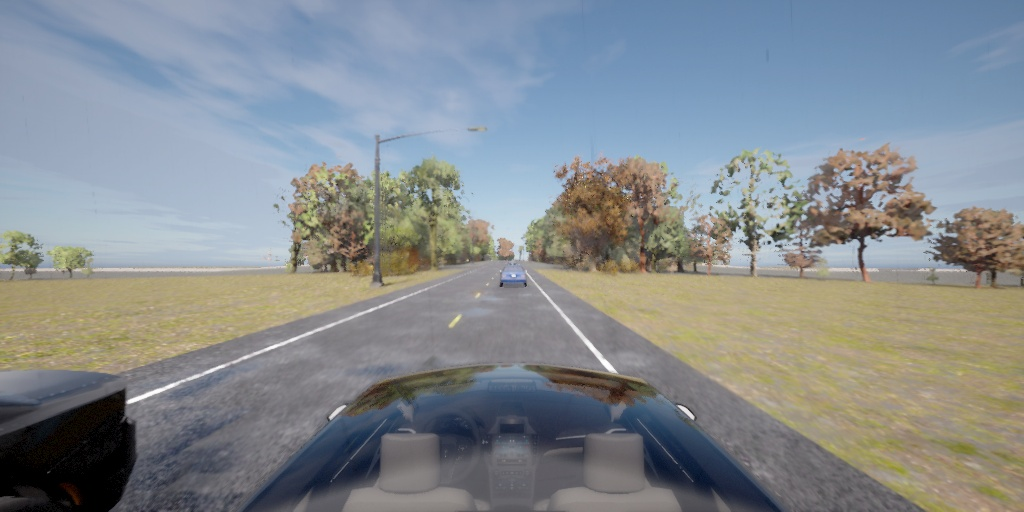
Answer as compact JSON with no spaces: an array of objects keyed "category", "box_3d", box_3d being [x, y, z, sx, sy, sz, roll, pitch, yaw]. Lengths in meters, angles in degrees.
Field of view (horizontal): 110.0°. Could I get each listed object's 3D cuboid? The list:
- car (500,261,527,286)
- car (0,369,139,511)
[{"category":"car","box_3d":[0.096,1.334,25.786,2.033,1.411,5.357,0,0,0]},{"category":"car","box_3d":[-3.596,1.225,0.388,1.882,1.535,5.008,0,0,0]}]
